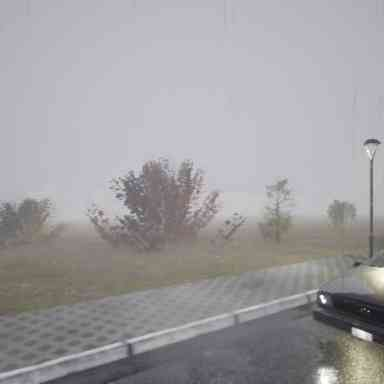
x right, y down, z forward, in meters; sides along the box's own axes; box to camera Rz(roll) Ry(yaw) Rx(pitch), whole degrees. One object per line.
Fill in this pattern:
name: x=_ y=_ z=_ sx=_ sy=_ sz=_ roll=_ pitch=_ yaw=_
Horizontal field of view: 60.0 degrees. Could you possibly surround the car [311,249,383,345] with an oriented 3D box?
car: x=4.531 y=1.619 z=6.173 sx=5.357 sy=1.411 sz=2.033 roll=1 pitch=0 yaw=-35
